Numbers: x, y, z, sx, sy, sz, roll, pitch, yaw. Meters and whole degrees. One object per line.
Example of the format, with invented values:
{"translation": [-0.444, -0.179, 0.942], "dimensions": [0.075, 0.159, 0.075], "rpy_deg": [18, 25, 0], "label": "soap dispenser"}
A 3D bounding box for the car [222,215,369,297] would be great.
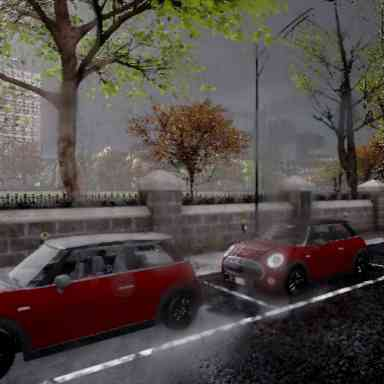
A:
{"translation": [2.686, 1.441, 8.505], "dimensions": [4.097, 1.590, 1.967], "rpy_deg": [0, 0, -36], "label": "car"}

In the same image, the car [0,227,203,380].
{"translation": [-1.885, 1.440, 5.222], "dimensions": [4.097, 1.590, 1.967], "rpy_deg": [0, 0, -36], "label": "car"}
